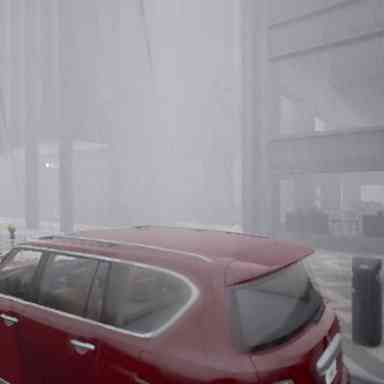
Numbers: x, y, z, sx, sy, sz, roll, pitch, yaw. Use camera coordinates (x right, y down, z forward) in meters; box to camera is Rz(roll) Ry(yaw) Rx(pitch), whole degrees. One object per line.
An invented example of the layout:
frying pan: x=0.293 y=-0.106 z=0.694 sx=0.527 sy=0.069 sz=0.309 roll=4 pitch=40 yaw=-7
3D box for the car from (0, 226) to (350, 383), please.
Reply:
car: x=-0.992 y=1.316 z=3.675 sx=5.009 sy=1.841 sz=2.192 roll=0 pitch=0 yaw=35
